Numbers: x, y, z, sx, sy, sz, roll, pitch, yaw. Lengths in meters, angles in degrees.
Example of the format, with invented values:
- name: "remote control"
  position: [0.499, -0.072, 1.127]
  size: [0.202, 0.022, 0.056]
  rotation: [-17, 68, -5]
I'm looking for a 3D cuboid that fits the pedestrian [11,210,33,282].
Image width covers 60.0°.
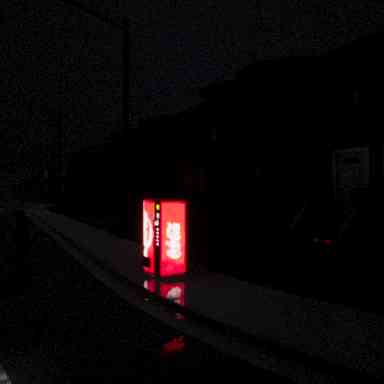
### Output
- name: "pedestrian"
  position: [-4.193, 1.291, 8.199]
  size: [0.375, 1.860, 0.375]
  rotation: [0, 0, -30]

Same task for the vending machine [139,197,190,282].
- name: "vending machine"
  position: [-0.744, 1.194, 8.970]
  size: [1.100, 2.100, 0.880]
  rotation: [0, 0, -30]
